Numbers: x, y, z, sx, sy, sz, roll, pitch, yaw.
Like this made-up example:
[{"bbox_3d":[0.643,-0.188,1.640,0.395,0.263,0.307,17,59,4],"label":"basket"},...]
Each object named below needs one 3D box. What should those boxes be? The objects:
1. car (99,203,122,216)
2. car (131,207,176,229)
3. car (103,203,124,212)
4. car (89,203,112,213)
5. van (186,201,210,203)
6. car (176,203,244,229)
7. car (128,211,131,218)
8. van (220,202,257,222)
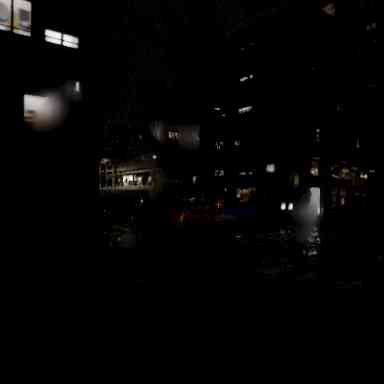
[{"bbox_3d":[-10.791,2.153,40.834,1.837,1.490,4.892,0,-1,-36],"label":"car"},{"bbox_3d":[-2.697,1.991,25.450,1.802,1.307,4.206,-1,0,-36],"label":"car"},{"bbox_3d":[-12.524,2.402,52.944,1.802,1.307,4.206,-1,0,-36],"label":"car"},{"bbox_3d":[-13.988,2.393,50.579,1.895,1.301,4.718,0,-1,-36],"label":"car"},{"bbox_3d":[0.731,1.870,34.882,1.690,1.788,3.998,-1,0,-36],"label":"van"},{"bbox_3d":[1.172,1.862,24.513,1.882,1.535,5.008,0,-1,-37],"label":"car"},{"bbox_3d":[-4.391,2.107,32.094,1.895,1.301,4.718,0,-1,-36],"label":"car"},{"bbox_3d":[4.046,1.797,30.366,1.690,1.788,3.998,-1,0,-36],"label":"van"}]
